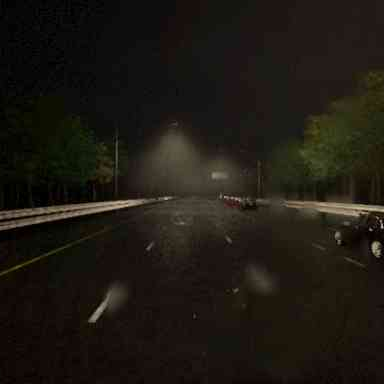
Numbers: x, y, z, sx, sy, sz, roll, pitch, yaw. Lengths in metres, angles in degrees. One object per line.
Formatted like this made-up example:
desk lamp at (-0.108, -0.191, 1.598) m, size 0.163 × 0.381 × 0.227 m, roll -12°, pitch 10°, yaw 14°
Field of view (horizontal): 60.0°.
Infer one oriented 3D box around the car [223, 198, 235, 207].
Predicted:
car at (7.160, 1.911, 59.520) m, size 1.994 × 1.385 × 4.181 m, roll 0°, pitch -1°, yaw 0°

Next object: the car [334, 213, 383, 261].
car at (7.001, 1.526, 12.348) m, size 1.837 × 1.490 × 4.892 m, roll 0°, pitch 0°, yaw 0°

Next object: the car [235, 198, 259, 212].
car at (7.071, 1.559, 41.915) m, size 2.097 × 1.767 × 4.553 m, roll 0°, pitch 0°, yaw 0°

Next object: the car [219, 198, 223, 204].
car at (7.273, 2.006, 76.186) m, size 1.812 × 1.442 × 4.674 m, roll 0°, pitch 0°, yaw 0°
